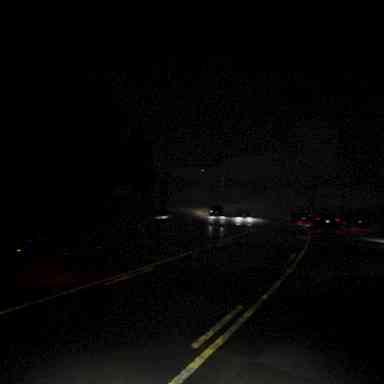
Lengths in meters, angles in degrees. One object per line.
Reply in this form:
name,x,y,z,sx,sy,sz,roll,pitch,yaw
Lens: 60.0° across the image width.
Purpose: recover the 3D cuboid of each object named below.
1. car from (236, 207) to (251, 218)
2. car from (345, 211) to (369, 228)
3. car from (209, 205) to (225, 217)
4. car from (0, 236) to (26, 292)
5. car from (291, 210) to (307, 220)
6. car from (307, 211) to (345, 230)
car,6.986,2.788,45.546,1.895,1.301,4.718,2,-2,5
car,15.758,2.593,32.524,2.128,1.511,4.902,2,-2,12
car,3.384,2.547,45.118,1.837,1.490,4.892,2,-2,6
car,-5.412,1.366,5.983,1.812,1.442,4.674,2,0,29
car,13.830,2.937,42.402,1.895,1.301,4.718,2,-2,7
car,11.013,2.328,27.633,1.994,1.385,4.181,2,-2,15
